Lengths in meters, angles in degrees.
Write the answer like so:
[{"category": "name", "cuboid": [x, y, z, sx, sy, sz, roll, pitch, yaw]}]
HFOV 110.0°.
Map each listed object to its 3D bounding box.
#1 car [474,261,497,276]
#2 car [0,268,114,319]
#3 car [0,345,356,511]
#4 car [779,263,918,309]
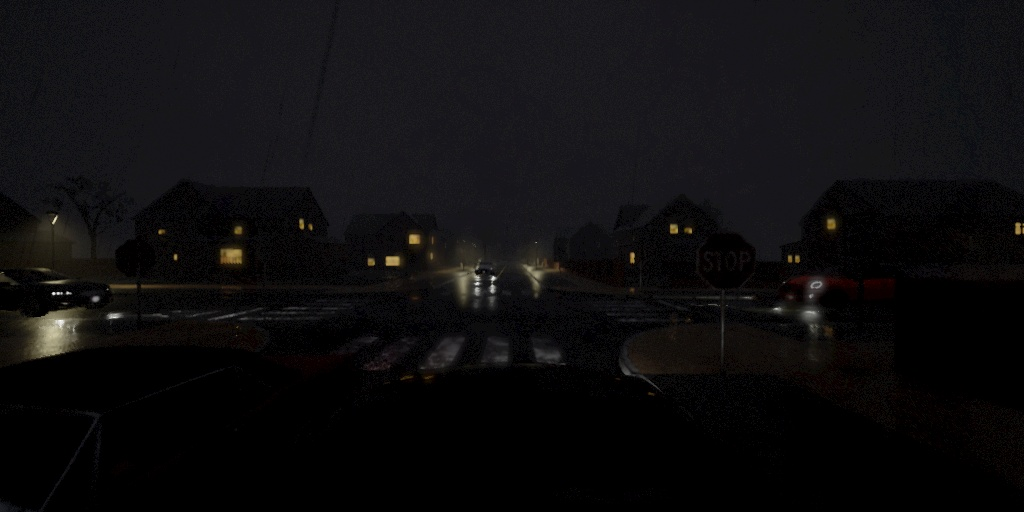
[{"category": "car", "cuboid": [-2.677, 1.225, 36.536, 1.812, 1.442, 4.674, 0, 0, 0]}, {"category": "car", "cuboid": [-16.173, 1.142, 11.809, 4.902, 1.511, 2.128, 0, 0, 0]}, {"category": "car", "cuboid": [-2.748, 1.350, 1.929, 1.895, 1.301, 4.718, 0, 0, 0]}, {"category": "car", "cuboid": [13.745, 1.140, 14.776, 4.553, 1.767, 2.097, 0, 0, 0]}]
